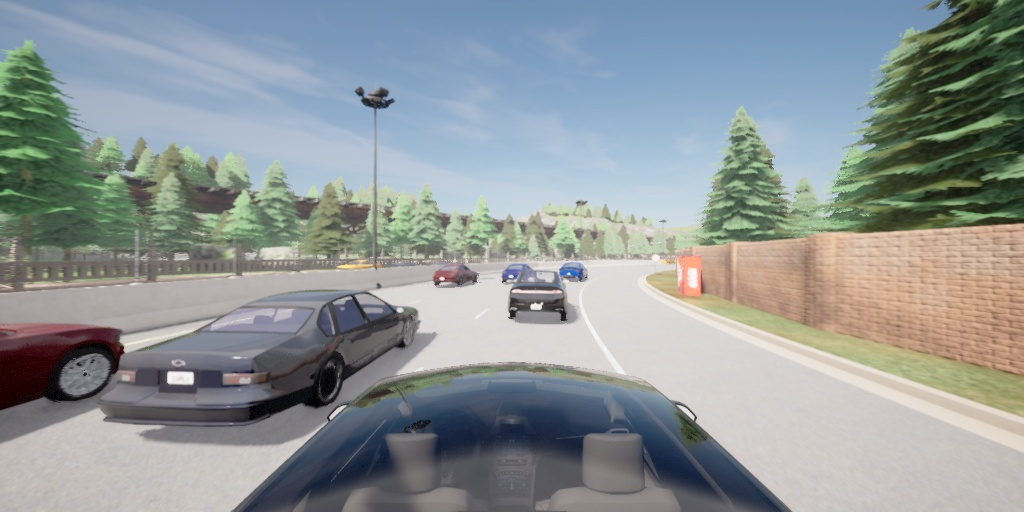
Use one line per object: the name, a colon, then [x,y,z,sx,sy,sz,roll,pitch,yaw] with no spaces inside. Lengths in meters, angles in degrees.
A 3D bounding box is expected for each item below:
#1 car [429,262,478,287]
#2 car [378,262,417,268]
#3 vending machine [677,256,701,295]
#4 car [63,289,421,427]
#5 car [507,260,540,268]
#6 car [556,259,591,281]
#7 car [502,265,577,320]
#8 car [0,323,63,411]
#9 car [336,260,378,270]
car: [-3.803,1.260,24.565,1.812,1.442,4.674,0,0,14]
car: [-11.188,1.264,36.761,1.994,1.385,4.181,0,0,20]
vending machine: [8.819,0.989,17.853,1.100,2.100,0.880,0,0,12]
car: [-3.211,1.283,6.139,2.033,1.411,5.357,0,0,3]
car: [0.570,1.281,27.277,1.812,1.442,4.674,0,0,16]
car: [5.243,1.255,30.366,1.882,1.535,5.008,0,0,19]
car: [0.996,1.247,12.669,2.128,1.511,4.902,0,0,7]
car: [-6.759,1.196,3.299,1.882,1.535,5.008,0,0,1]
car: [-15.243,1.158,35.786,1.882,1.535,5.008,0,0,19]
